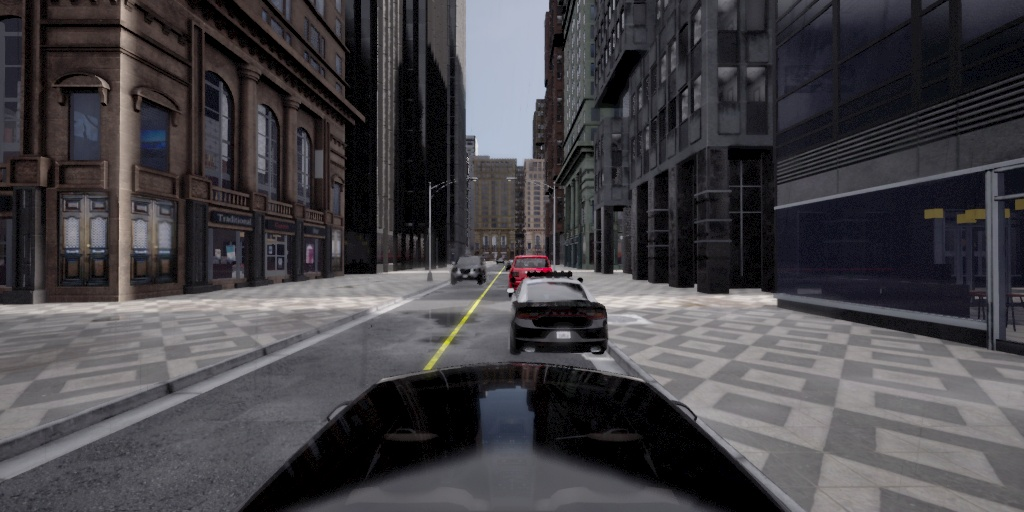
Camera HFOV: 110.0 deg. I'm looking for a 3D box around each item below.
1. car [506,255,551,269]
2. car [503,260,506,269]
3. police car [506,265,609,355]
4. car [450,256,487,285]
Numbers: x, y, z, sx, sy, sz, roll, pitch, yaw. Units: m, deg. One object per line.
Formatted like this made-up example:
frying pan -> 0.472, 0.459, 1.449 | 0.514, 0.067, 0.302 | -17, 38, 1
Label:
car -> 0.915, 0.985, 18.778 | 2.150, 2.045, 5.566 | 0, 0, 0
car -> 0.092, 1.414, 48.560 | 1.895, 1.301, 4.718 | 0, 0, 1
police car -> 0.905, 1.179, 8.856 | 1.930, 1.638, 5.238 | 0, 0, 0
car -> -3.079, 0.991, 26.409 | 2.150, 2.045, 5.566 | 0, 0, 0
